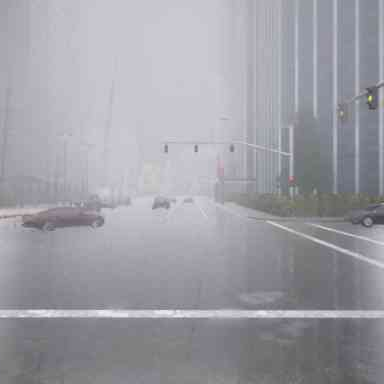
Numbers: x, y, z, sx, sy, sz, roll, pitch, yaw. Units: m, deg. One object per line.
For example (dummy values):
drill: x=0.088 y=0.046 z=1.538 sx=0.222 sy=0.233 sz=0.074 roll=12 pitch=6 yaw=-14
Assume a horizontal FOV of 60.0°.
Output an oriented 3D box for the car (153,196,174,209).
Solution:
car: x=-3.989 y=1.352 z=44.672 sx=2.097 sy=1.767 sz=4.553 roll=0 pitch=0 yaw=0

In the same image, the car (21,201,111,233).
car: x=-7.576 y=1.526 z=19.825 sx=4.674 sy=1.442 sz=1.812 roll=0 pitch=1 yaw=-42

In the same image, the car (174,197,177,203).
car: x=-4.188 y=1.601 z=69.138 sx=1.895 sy=1.301 sz=4.718 roll=0 pitch=0 yaw=0

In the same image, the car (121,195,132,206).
car: x=-11.251 y=1.352 z=54.523 sx=2.097 sy=1.767 sz=4.553 roll=0 pitch=0 yaw=-1

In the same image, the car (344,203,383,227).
car: x=12.630 y=1.505 z=21.981 sx=4.892 sy=1.490 sz=1.837 roll=0 pitch=0 yaw=0

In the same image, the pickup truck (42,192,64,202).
pickup truck: x=-24.331 y=1.059 z=59.937 sx=2.390 sy=2.098 sz=6.274 roll=0 pitch=0 yaw=30

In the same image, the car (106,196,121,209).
car: x=-11.176 y=1.564 z=44.316 sx=1.994 sy=1.385 sz=4.181 roll=0 pitch=0 yaw=-1

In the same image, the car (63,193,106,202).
car: x=-11.091 y=1.221 z=34.787 sx=2.150 sy=2.045 sz=5.566 roll=0 pitch=0 yaw=-1

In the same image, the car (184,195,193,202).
car: x=-0.841 y=1.386 z=75.492 sx=1.882 sy=1.535 sz=5.008 roll=0 pitch=0 yaw=0

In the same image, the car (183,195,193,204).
car: x=-0.754 y=1.525 z=65.241 sx=1.812 sy=1.442 sz=4.674 roll=0 pitch=0 yaw=0
